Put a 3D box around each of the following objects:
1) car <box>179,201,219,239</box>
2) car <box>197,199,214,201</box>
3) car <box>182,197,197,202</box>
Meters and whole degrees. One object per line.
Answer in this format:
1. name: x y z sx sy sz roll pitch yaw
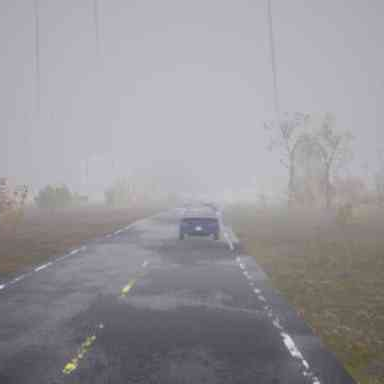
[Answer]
1. car: 0.406 1.481 17.321 1.882 1.535 5.008 0 0 2
2. car: 1.904 1.529 38.261 1.812 1.442 4.674 0 0 6
3. car: -0.180 1.510 47.932 1.837 1.490 4.892 0 0 8
